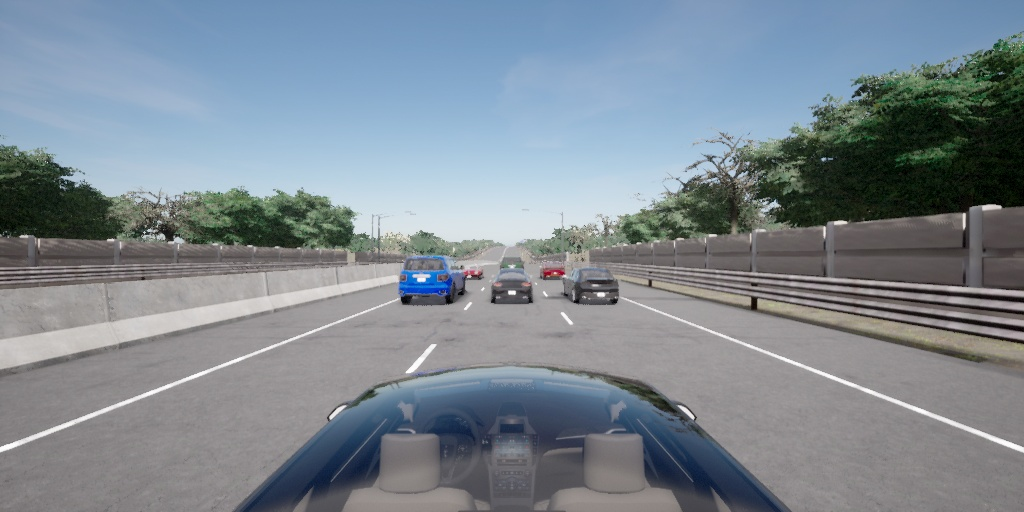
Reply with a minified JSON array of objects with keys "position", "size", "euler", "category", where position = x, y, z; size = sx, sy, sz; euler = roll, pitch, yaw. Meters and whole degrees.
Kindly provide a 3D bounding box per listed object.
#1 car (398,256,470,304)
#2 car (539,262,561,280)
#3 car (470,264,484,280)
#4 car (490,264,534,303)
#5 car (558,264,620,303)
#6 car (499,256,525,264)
[{"position":[-3.500,1.012,16.534],"size":[2.150,2.045,5.566],"euler":[0,0,0],"category":"car"},{"position":[3.500,1.262,31.513],"size":[1.882,1.535,5.008],"euler":[0,0,0],"category":"car"},{"position":[-3.500,1.394,31.543],"size":[1.895,1.301,4.718],"euler":[0,0,0],"category":"car"},{"position":[0.000,1.287,16.506],"size":[1.812,1.442,4.674],"euler":[0,0,0],"category":"car"},{"position":[3.500,1.271,16.506],"size":[1.837,1.490,4.892],"euler":[0,0,0],"category":"car"},{"position":[0.000,1.035,31.542],"size":[2.150,2.045,5.566],"euler":[0,0,0],"category":"car"}]
